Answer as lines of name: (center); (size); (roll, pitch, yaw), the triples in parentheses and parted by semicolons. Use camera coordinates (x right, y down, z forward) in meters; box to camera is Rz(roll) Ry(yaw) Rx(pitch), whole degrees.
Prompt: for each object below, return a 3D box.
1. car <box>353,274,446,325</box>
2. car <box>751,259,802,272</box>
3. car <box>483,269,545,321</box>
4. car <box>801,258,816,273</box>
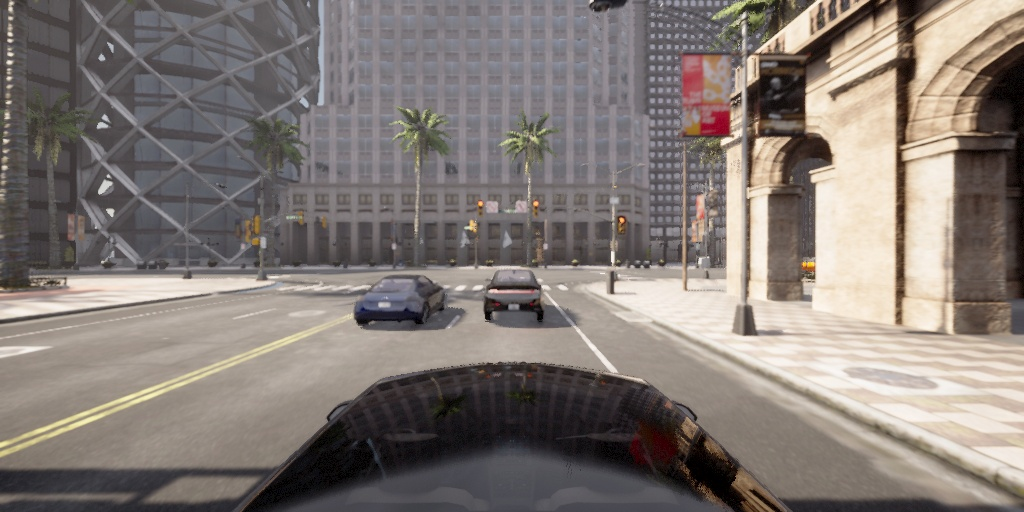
car: (-3.427, 1.281, 11.682); (1.994, 1.385, 4.181); (0, 0, 0)
car: (31.246, 1.136, 42.416); (4.674, 1.442, 1.812); (0, 0, 0)
car: (0.075, 1.205, 12.382); (2.128, 1.511, 4.902); (0, 0, 1)
car: (31.469, 0.974, 38.918); (4.553, 1.767, 2.097); (0, 0, 0)
